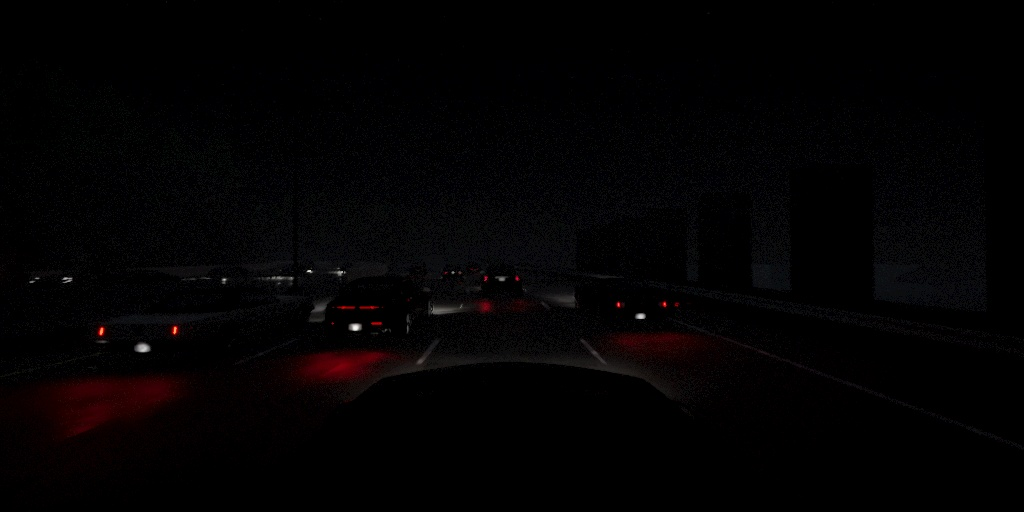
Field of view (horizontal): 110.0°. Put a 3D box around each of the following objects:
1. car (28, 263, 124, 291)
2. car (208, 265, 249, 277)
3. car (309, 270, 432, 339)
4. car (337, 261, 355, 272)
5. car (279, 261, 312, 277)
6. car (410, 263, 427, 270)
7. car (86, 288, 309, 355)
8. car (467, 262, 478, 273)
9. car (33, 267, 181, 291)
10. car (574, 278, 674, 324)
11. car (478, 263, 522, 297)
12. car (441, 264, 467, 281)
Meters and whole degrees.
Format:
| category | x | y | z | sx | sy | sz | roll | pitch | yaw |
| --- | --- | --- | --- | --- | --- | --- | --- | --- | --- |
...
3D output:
| category | x | y | z | sx | sy | sz | roll | pitch | yaw |
| --- | --- | --- | --- | --- | --- | --- | --- | --- | --- |
| car | -25.633 | 1.346 | 21.653 | 2.097 | 1.767 | 4.553 | 0 | 0 | -5 |
| car | -32.730 | 1.694 | 41.626 | 2.033 | 1.411 | 5.357 | 0 | 0 | -13 |
| car | -3.568 | 1.324 | 10.334 | 1.837 | 1.490 | 4.892 | 0 | 0 | -3 |
| car | -26.391 | 1.714 | 57.643 | 1.837 | 1.490 | 4.892 | 0 | 0 | -17 |
| car | -25.764 | 1.643 | 42.393 | 1.812 | 1.442 | 4.674 | 0 | 0 | -13 |
| car | -11.154 | 1.526 | 42.747 | 1.882 | 1.535 | 5.008 | 0 | 0 | -13 |
| car | -6.919 | 1.427 | 8.865 | 1.895 | 1.301 | 4.718 | 0 | 0 | -2 |
| car | -5.403 | 1.562 | 48.752 | 1.837 | 1.490 | 4.892 | 1 | 0 | -14 |
| car | -18.219 | 1.422 | 16.902 | 2.128 | 1.511 | 4.902 | 0 | 0 | -5 |
| car | 3.469 | 1.396 | 12.193 | 1.895 | 1.301 | 4.718 | 0 | 0 | -3 |
| car | -0.706 | 1.214 | 20.026 | 2.097 | 1.767 | 4.553 | 0 | 0 | -5 |
| car | -5.576 | 1.513 | 33.340 | 2.033 | 1.411 | 5.357 | 0 | 0 | -11 |
